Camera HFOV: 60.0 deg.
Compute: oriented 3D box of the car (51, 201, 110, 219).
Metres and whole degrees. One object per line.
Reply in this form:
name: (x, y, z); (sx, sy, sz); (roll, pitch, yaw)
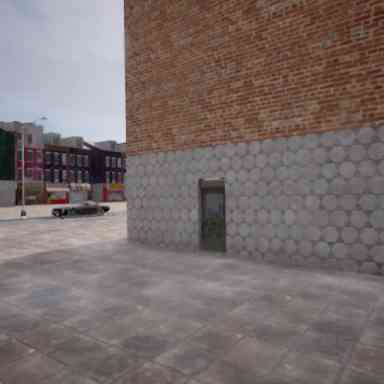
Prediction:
car: (-9.407, 1.475, 28.202); (1.895, 1.301, 4.718); (-2, 0, 36)
